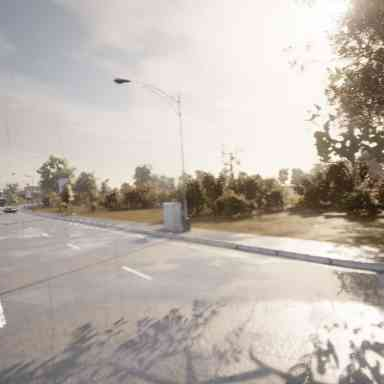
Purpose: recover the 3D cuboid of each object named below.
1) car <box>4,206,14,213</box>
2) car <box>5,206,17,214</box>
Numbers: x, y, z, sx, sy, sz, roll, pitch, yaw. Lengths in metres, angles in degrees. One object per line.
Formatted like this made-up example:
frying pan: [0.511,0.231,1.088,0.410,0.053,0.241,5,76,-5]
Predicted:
car: [-41.402,3.870,75.304,1.812,1.442,4.674,-3,0,-30]
car: [-36.189,3.722,66.519,1.895,1.301,4.718,-3,0,-31]
